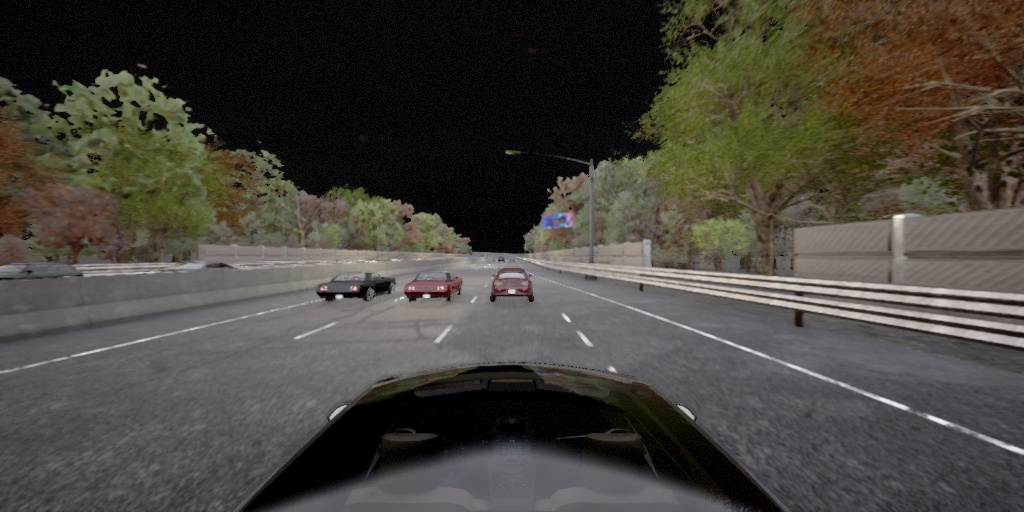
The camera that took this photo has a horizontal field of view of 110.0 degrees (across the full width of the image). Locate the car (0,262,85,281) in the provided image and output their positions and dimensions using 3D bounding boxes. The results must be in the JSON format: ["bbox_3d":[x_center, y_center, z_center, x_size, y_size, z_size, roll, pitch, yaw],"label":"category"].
[{"bbox_3d":[-27.374,1.164,20.139,2.097,1.767,4.553,0,0,3],"label":"car"}]

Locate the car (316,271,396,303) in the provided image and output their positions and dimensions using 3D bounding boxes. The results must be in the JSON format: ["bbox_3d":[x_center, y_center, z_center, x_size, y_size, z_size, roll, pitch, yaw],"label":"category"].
[{"bbox_3d":[-6.997,1.358,16.776,1.895,1.301,4.718,0,0,0],"label":"car"}]

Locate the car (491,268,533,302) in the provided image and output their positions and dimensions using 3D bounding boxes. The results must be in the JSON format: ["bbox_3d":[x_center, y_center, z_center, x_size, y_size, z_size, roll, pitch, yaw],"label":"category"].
[{"bbox_3d":[0.003,1.283,17.033,1.812,1.442,4.674,0,0,0],"label":"car"}]

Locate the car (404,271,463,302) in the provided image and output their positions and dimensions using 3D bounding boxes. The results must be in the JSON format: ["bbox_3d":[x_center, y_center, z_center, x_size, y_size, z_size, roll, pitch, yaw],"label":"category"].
[{"bbox_3d":[-3.497,1.358,16.935,1.895,1.301,4.718,0,0,0],"label":"car"}]

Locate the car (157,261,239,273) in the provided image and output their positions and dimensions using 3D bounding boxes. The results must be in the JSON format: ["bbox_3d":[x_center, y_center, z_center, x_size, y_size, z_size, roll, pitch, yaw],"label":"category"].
[{"bbox_3d":[-17.496,1.001,20.107,1.812,1.442,4.674,0,0,0],"label":"car"}]
